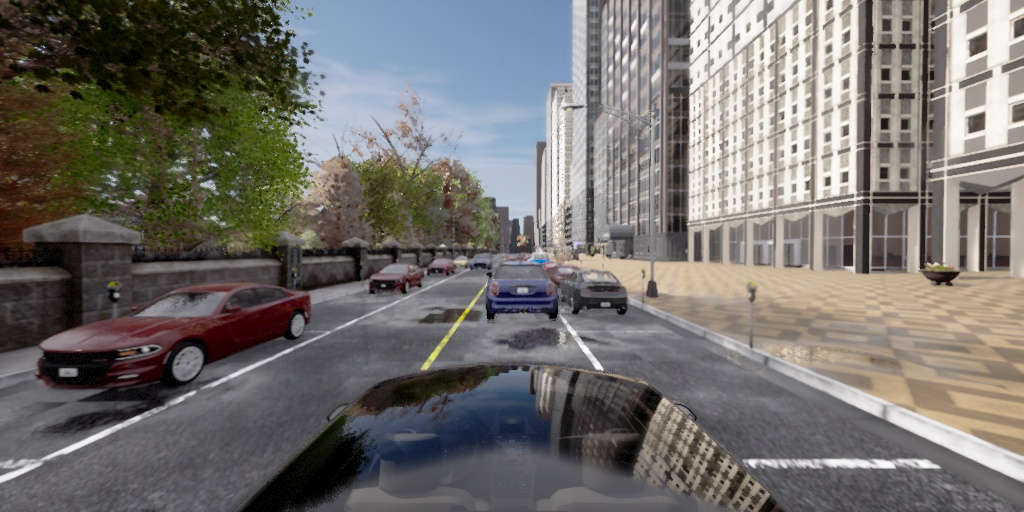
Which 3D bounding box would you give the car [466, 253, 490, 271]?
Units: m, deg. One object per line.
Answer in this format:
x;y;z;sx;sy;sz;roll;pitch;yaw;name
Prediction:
-3.077;0.555;36.563;2.097;1.767;4.553;0;1;0;car

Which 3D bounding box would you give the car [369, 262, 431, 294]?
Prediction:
-5.692;1.034;18.115;1.888;1.381;4.507;0;0;0;car

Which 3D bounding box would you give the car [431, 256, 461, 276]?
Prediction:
-5.692;0.859;29.377;1.888;1.381;4.507;0;0;0;car

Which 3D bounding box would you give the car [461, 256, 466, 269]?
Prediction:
-5.692;0.668;40.471;1.751;1.417;4.829;0;0;0;car

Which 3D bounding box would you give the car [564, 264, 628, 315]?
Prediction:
2.688;1.129;12.483;2.007;1.370;4.403;0;0;0;car

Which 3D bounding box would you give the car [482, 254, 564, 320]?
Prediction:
0.209;0.937;12.025;2.097;1.767;4.553;0;1;-2;car

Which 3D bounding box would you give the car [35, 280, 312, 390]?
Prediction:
-5.692;1.213;6.852;1.888;1.381;4.507;0;0;0;car
